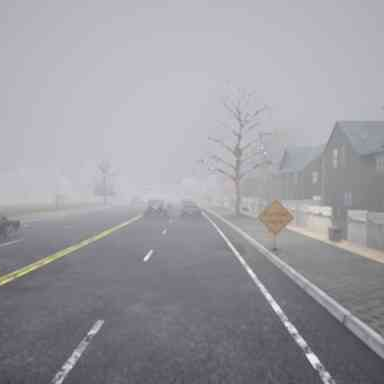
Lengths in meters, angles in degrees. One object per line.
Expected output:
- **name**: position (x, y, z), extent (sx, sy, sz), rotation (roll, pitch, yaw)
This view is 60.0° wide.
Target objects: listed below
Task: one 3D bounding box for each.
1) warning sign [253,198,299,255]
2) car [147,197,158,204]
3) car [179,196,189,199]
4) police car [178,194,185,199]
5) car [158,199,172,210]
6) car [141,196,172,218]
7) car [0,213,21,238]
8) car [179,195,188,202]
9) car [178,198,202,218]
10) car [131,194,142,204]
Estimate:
- **warning sign**: position (2.931, 1.176, 11.717), extent (1.300, 1.860, 1.060), rotation (1, 1, 0)
- **car**: position (-8.285, 1.811, 70.107), extent (2.033, 1.411, 5.357), rotation (0, 0, -4)
- **car**: position (-0.555, 1.712, 47.061), extent (1.837, 1.490, 4.892), rotation (0, 0, -2)
- **police car**: position (-1.641, 1.819, 82.248), extent (1.930, 1.638, 5.238), rotation (0, 0, -4)
- **car**: position (-3.802, 1.719, 47.029), extent (1.812, 1.442, 4.674), rotation (0, 0, -2)
- **car**: position (-3.365, 1.475, 32.377), extent (2.097, 1.767, 4.553), rotation (0, 0, -1)
- **car**: position (-9.808, 1.615, 15.019), extent (1.895, 1.301, 4.718), rotation (0, 0, 0)
- **car**: position (-2.452, 1.799, 92.141), extent (2.097, 1.767, 4.553), rotation (0, 0, -5)
- **car**: position (-0.096, 1.625, 31.405), extent (2.128, 1.511, 4.902), rotation (0, 0, -1)
- **car**: position (-11.524, 1.486, 69.856), extent (2.150, 2.045, 5.566), rotation (0, 0, -4)
